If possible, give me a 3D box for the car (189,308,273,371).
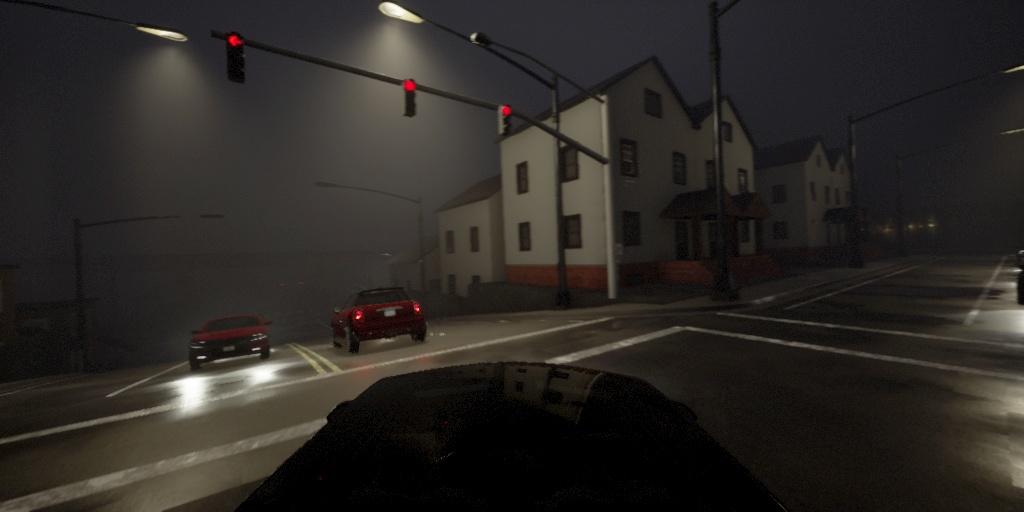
[{"bbox_3d":[-9.343,2.747,12.137,1.882,1.535,5.008,-3,-8,-34],"label":"car"}]

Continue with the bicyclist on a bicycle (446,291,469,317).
[{"bbox_3d":[-3.567,3.084,23.095,1.656,1.620,0.582,-3,-7,-34],"label":"bicyclist on a bicycle"}]

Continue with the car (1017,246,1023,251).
[{"bbox_3d":[24.228,0.254,15.976,4.674,1.442,1.812,-3,0,-35],"label":"car"}]

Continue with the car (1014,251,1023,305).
[{"bbox_3d":[16.178,0.653,10.278,4.181,1.385,1.994,-3,0,-35],"label":"car"}]

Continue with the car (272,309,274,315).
[{"bbox_3d":[-15.015,4.356,20.330,2.150,2.045,5.566,-3,-12,-35],"label":"car"}]

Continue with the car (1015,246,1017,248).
[{"bbox_3d":[32.365,-0.285,21.701,4.553,1.767,2.097,-3,0,-35],"label":"car"}]

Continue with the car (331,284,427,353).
[{"bbox_3d":[-4.458,1.918,11.495,2.097,1.767,4.553,-3,-8,-33],"label":"car"}]
